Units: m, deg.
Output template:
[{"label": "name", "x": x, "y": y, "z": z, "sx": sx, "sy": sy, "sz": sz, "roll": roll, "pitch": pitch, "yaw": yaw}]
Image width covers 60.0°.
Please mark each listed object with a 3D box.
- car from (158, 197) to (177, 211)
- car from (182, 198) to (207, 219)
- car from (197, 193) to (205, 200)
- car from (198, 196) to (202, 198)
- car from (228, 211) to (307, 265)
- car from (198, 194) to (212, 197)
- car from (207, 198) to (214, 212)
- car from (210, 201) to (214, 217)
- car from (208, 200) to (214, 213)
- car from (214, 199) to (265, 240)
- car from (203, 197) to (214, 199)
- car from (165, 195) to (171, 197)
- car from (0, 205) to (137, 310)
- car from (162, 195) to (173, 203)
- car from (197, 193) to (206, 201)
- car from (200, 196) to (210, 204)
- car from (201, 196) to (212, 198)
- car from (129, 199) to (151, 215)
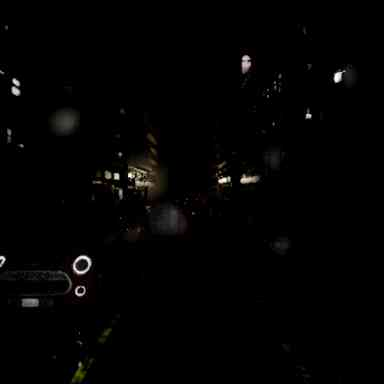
[{"label": "car", "x": -2.829, "y": 1.617, "z": 40.136, "sx": 1.895, "sy": 1.301, "sz": 4.718, "roll": 0, "pitch": 0, "yaw": 0}, {"label": "car", "x": 0.113, "y": 1.538, "z": 29.204, "sx": 1.812, "sy": 1.442, "sz": 4.674, "roll": 0, "pitch": 0, "yaw": 0}, {"label": "car", "x": 2.587, "y": 1.341, "z": 94.716, "sx": 2.192, "sy": 1.841, "sz": 5.009, "roll": -1, "pitch": 0, "yaw": 0}, {"label": "car", "x": 0.110, "y": 1.618, "z": 44.643, "sx": 1.895, "sy": 1.301, "sz": 4.718, "roll": 0, "pitch": 0, "yaw": 0}, {"label": "car", "x": 2.561, "y": 1.571, "z": 11.481, "sx": 1.947, "sy": 1.339, "sz": 4.313, "roll": -1, "pitch": 0, "yaw": 0}, {"label": "car", "x": 2.573, "y": 1.335, "z": 55.873, "sx": 2.192, "sy": 1.841, "sz": 5.009, "roll": -1, "pitch": 0, "yaw": 0}, {"label": "car", "x": 2.569, "y": 1.596, "z": 33.677, "sx": 1.802, "sy": 1.307, "sz": 4.206, "roll": -1, "pitch": 0, "yaw": 0}, {"label": "car", "x": 2.565, "y": 1.561, "z": 22.579, "sx": 2.008, "sy": 1.369, "sz": 4.403, "roll": -1, "pitch": 0, "yaw": 0}, {"label": "car", "x": 2.567, "y": 1.594, "z": 28.128, "sx": 1.802, "sy": 1.307, "sz": 4.206, "roll": -1, "pitch": 0, "yaw": 0}, {"label": "car", "x": 2.560, "y": 1.323, "z": 17.030, "sx": 2.192, "sy": 1.841, "sz": 5.009, "roll": -1, "pitch": 0, "yaw": 0}, {"label": "car", "x": 2.571, "y": 1.581, "z": 39.226, "sx": 1.947, "sy": 1.339, "sz": 4.313, "roll": -1, "pitch": 0, "yaw": 0}, {"label": "car", "x": -5.302, "y": 1.547, "z": 61.234, "sx": 1.752, "sy": 1.417, "sz": 4.829, "roll": -1, "pitch": 0, "yaw": 0}, {"label": "car", "x": -2.838, "y": 1.356, "z": 8.084, "sx": 2.097, "sy": 1.767, "sz": 4.553, "roll": 0, "pitch": 0, "yaw": 0}, {"label": "car", "x": -5.299, "y": 1.464, "z": 72.502, "sx": 1.967, "sy": 1.590, "sz": 4.097, "roll": -1, "pitch": 0, "yaw": 0}, {"label": "car", "x": 2.585, "y": 1.341, "z": 89.167, "sx": 2.192, "sy": 1.841, "sz": 5.009, "roll": -1, "pitch": 0, "yaw": 0}, {"label": "car", "x": 2.580, "y": 1.548, "z": 67.141, "sx": 1.752, "sy": 1.417, "sz": 4.829, "roll": -1, "pitch": 0, "yaw": 0}, {"label": "car", "x": 2.572, "y": 1.568, "z": 44.775, "sx": 2.008, "sy": 1.369, "sz": 4.403, "roll": -1, "pitch": 0, "yaw": 0}, {"label": "car", "x": -5.313, "y": 1.455, "z": 33.658, "sx": 1.967, "sy": 1.590, "sz": 4.097, "roll": -1, "pitch": 0, "yaw": 0}]
